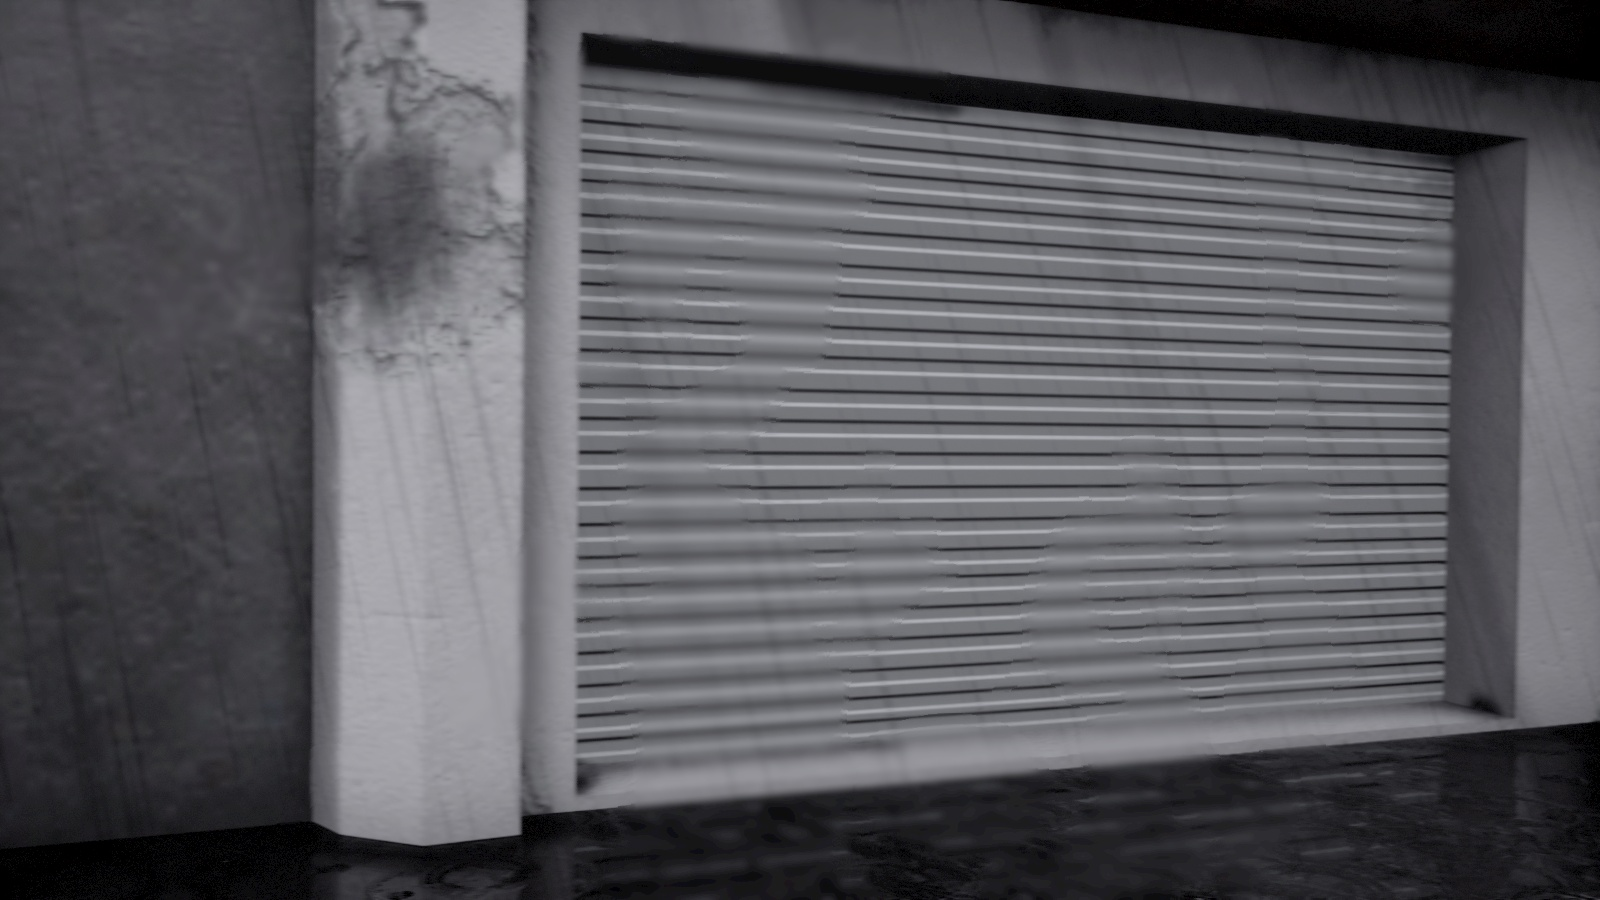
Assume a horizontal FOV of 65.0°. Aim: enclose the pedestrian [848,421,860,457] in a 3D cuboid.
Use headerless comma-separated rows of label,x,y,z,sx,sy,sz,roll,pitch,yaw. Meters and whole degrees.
pedestrian,2.757,-0.560,64.051,0.331,1.846,0.634,-1,1,-21
